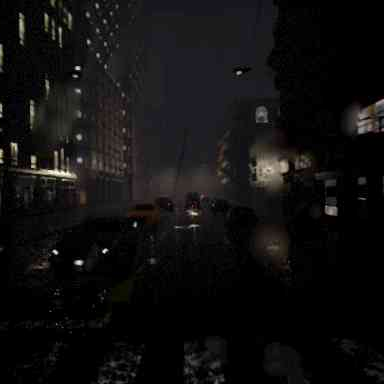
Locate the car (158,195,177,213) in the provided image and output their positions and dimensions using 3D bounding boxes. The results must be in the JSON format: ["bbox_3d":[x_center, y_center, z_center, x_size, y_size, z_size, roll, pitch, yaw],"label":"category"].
[{"bbox_3d":[-3.019,1.293,35.650,2.097,1.767,4.553,-1,0,0],"label":"car"}]

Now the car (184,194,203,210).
[{"bbox_3d":[0.074,1.373,41.246,1.837,1.490,4.892,-1,0,0],"label":"car"}]

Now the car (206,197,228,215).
[{"bbox_3d":[2.744,1.386,31.974,2.008,1.369,4.403,-1,0,0],"label":"car"}]

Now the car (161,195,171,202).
[{"bbox_3d":[-5.545,1.468,71.533,1.887,1.381,4.507,-1,0,0],"label":"car"}]

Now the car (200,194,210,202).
[{"bbox_3d":[2.831,1.199,71.514,1.967,1.590,4.097,-1,0,0],"label":"car"}]

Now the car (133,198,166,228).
[{"bbox_3d":[-3.084,1.448,22.178,1.882,1.535,5.008,-1,0,1],"label":"car"}]

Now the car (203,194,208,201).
[{"bbox_3d":[2.821,1.350,65.865,1.802,1.307,4.206,-1,0,0],"label":"car"}]

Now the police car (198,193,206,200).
[{"bbox_3d":[2.547,1.163,89.281,1.930,1.638,5.238,-1,0,0],"label":"police car"}]

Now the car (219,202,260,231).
[{"bbox_3d":[2.766,1.444,19.057,1.802,1.307,4.206,-1,0,0],"label":"car"}]

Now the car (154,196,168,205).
[{"bbox_3d":[-5.570,1.494,60.235,2.008,1.369,4.403,-1,0,0],"label":"car"}]

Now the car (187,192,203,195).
[{"bbox_3d":[0.093,1.069,51.693,2.150,2.045,5.566,-1,0,0],"label":"car"}]

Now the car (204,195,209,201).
[{"bbox_3d":[2.758,1.373,37.622,2.008,1.369,4.403,-1,0,0],"label":"car"}]

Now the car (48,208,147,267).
[{"bbox_3d":[-3.091,1.541,11.734,2.033,1.411,5.357,-1,0,0],"label":"car"}]
